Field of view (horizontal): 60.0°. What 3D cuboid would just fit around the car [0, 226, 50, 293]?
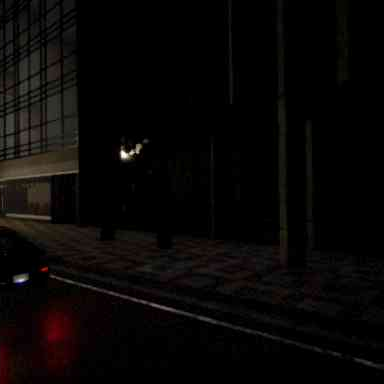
[{"bbox_3d":[-5.201,1.516,7.918,4.674,1.442,1.812,0,0,37],"label":"car"}]
